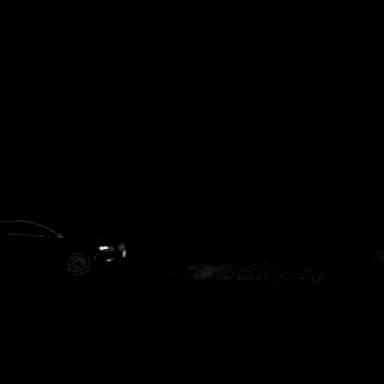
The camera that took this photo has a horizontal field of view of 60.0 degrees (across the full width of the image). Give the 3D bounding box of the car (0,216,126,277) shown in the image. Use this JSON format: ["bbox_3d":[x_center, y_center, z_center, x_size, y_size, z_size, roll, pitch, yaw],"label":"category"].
[{"bbox_3d":[-4.404,1.461,9.571,4.902,1.511,2.128,1,0,1],"label":"car"}]
